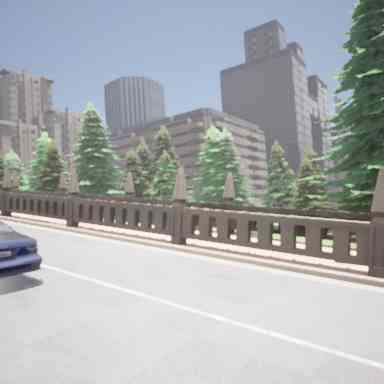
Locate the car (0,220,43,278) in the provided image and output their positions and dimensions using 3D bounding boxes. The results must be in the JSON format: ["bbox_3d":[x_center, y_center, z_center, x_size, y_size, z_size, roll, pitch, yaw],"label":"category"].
[{"bbox_3d":[-5.837,1.210,8.156,5.357,1.411,2.033,3,2,35],"label":"car"}]
